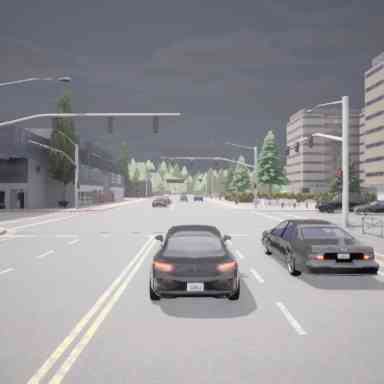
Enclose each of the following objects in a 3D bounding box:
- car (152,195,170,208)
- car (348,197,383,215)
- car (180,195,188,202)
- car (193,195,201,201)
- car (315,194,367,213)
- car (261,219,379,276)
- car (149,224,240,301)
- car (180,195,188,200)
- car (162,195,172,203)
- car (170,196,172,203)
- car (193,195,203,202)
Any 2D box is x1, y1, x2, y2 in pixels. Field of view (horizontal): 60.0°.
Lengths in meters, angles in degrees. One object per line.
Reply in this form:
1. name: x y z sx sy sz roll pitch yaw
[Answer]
1. car: -4.735 1.564 48.613 1.994 1.385 4.181 0 0 -2
2. car: 18.226 1.526 32.537 4.674 1.442 1.812 0 0 -2
3. car: -1.908 1.532 78.143 2.033 1.411 5.357 0 0 -1
4. car: 1.318 1.500 88.851 1.837 1.490 4.892 0 0 -1
5. car: 16.291 1.222 36.005 5.566 2.045 2.150 0 0 -2
6. car: 3.534 1.547 10.280 2.033 1.411 5.357 0 0 0
7. car: 0.037 1.526 8.224 1.812 1.442 4.674 0 0 -1
8. car: -2.181 1.466 88.779 1.994 1.385 4.181 0 0 -1
9. car: -5.205 1.477 70.162 1.882 1.535 5.008 0 0 -1
10. car: -5.008 1.563 59.737 1.994 1.385 4.181 0 0 -2
11. car: 1.579 1.477 78.713 1.882 1.535 5.008 0 0 -1
